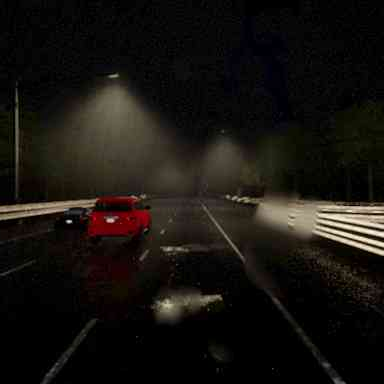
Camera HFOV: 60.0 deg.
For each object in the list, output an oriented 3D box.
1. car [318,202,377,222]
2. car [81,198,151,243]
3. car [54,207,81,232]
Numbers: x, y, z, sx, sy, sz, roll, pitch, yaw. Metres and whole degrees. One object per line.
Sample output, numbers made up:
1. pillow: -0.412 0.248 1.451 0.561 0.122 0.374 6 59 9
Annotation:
1. car: 12.285 1.556 26.647 2.163 1.488 4.792 0 -1 -24
2. car: -3.378 1.288 16.480 2.150 2.045 5.566 0 0 0
3. car: -6.871 1.634 20.612 1.994 1.385 4.181 0 0 0
